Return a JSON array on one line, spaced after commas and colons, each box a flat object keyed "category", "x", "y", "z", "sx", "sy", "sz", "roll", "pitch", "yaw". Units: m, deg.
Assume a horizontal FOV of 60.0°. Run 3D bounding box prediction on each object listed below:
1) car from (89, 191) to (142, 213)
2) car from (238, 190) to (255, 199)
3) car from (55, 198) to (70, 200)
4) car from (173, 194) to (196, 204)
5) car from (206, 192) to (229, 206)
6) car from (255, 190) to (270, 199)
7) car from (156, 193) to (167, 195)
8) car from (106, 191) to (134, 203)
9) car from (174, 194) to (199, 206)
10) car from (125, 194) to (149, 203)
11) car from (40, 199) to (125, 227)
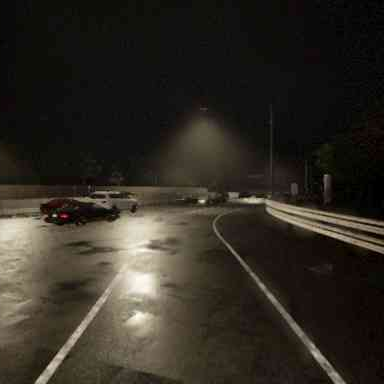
[{"category": "car", "x": -7.000, "y": 1.008, "z": 29.903, "sx": 2.150, "sy": 2.045, "sz": 5.566, "roll": 0, "pitch": 0, "yaw": 22}, {"category": "car", "x": 12.270, "y": 0.627, "z": 77.110, "sx": 2.150, "sy": 2.045, "sz": 5.566, "roll": 0, "pitch": 0, "yaw": 22}, {"category": "car", "x": -11.012, "y": 1.301, "z": 29.339, "sx": 1.882, "sy": 1.535, "sz": 5.008, "roll": 0, "pitch": 0, "yaw": 22}, {"category": "car", "x": -1.155, "y": 1.104, "z": 53.383, "sx": 1.882, "sy": 1.535, "sz": 5.008, "roll": 0, "pitch": 0, "yaw": 22}, {"category": "car", "x": 3.429, "y": 1.113, "z": 46.107, "sx": 2.128, "sy": 1.511, "sz": 4.902, "roll": 0, "pitch": 0, "yaw": 22}, {"category": "car", "x": 16.613, "y": 0.884, "z": 78.507, "sx": 1.812, "sy": 1.442, "sz": 4.674, "roll": 0, "pitch": 0, "yaw": 22}, {"category": "car", "x": -7.123, "y": 0.924, "z": 75.852, "sx": 2.097, "sy": 1.767, "sz": 4.553, "roll": 0, "pitch": 0, "yaw": 22}, {"category": "car", "x": -13.133, "y": 0.911, "z": 61.143, "sx": 2.150, "sy": 2.045, "sz": 5.566, "roll": 0, "pitch": 0, "yaw": 23}, {"category": "car", "x": -0.567, "y": 1.149, "z": 45.585, "sx": 2.128, "sy": 1.511, "sz": 4.902, "roll": 0, "pitch": 0, "yaw": 22}, {"category": "car", "x": -9.873, "y": 1.172, "z": 59.889, "sx": 1.837, "sy": 1.490, "sz": 4.892, "roll": 0, "pitch": 0, "yaw": 23}, {"category": "car", "x": -6.814, "y": 1.374, "z": 21.129, "sx": 2.033, "sy": 1.411, "sz": 5.357, "roll": 0, "pitch": 0, "yaw": 22}]
